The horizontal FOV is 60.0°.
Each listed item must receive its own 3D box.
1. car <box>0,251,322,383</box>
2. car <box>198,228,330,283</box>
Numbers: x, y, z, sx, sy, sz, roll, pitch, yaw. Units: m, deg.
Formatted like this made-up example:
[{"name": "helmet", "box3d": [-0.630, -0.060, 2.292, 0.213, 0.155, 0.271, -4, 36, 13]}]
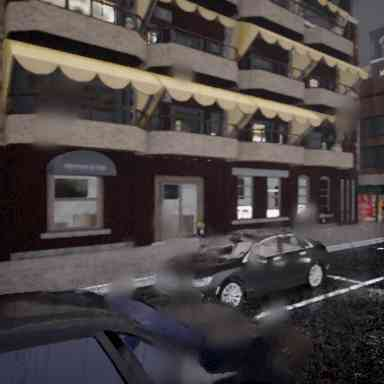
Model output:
[{"name": "car", "box3d": [-1.613, 1.549, 2.227, 5.357, 1.411, 2.033, 0, 0, -35]}, {"name": "car", "box3d": [1.338, 1.544, 7.512, 4.403, 1.369, 2.008, 0, 0, -35]}]
